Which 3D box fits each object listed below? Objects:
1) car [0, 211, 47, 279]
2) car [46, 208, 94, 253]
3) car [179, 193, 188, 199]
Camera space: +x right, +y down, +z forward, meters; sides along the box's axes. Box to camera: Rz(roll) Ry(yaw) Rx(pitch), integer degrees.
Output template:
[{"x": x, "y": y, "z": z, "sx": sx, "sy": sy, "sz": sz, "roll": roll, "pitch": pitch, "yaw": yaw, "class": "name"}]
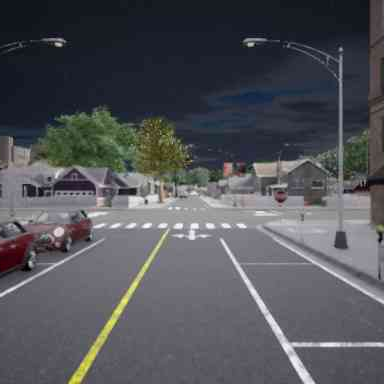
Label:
[{"x": -5.394, "y": 1.424, "z": 7.863, "sx": 1.967, "sy": 1.590, "sz": 4.097, "roll": 0, "pitch": 0, "yaw": 0, "class": "car"}, {"x": -5.392, "y": 1.412, "z": 13.367, "sx": 1.967, "sy": 1.590, "sz": 4.097, "roll": 0, "pitch": 0, "yaw": 0, "class": "car"}, {"x": -2.118, "y": 0.951, "z": 84.246, "sx": 1.882, "sy": 1.535, "sz": 5.008, "roll": 0, "pitch": 0, "yaw": 0, "class": "car"}]
